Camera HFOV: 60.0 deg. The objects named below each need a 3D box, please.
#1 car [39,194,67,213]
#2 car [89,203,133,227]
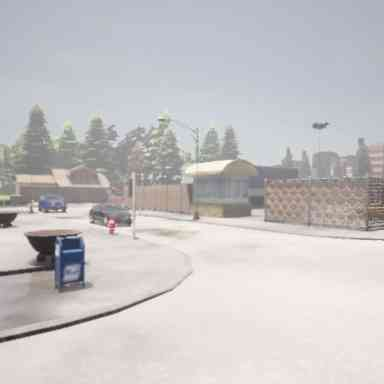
[{"bbox_3d":[-16.015,1.272,38.128,2.150,2.045,5.566,0,0,-35],"label":"car"},{"bbox_3d":[-5.793,1.557,23.621,1.837,1.490,4.892,0,0,-35],"label":"car"}]
